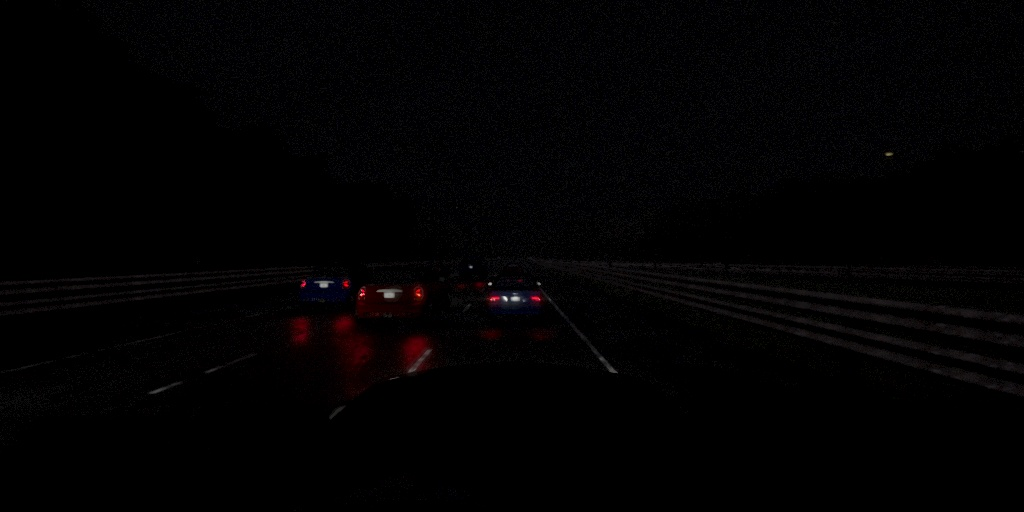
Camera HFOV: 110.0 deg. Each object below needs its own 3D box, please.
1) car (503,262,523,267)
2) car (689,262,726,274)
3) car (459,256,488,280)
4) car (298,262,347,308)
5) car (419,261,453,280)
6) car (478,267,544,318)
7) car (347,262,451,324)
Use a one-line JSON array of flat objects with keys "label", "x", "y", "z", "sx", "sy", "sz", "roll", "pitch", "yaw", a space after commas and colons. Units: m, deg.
[{"label": "car", "x": 0.100, "y": 1.330, "z": 34.177, "sx": 1.812, "sy": 1.442, "sz": 4.674, "roll": 0, "pitch": 0, "yaw": 0}, {"label": "car", "x": 25.164, "y": 1.513, "z": 46.089, "sx": 2.163, "sy": 1.488, "sz": 4.792, "roll": 0, "pitch": 0, "yaw": -22}, {"label": "car", "x": -3.398, "y": 1.019, "z": 32.393, "sx": 2.150, "sy": 2.045, "sz": 5.566, "roll": 0, "pitch": 0, "yaw": 0}, {"label": "car", "x": -6.895, "y": 1.111, "z": 15.258, "sx": 2.097, "sy": 1.767, "sz": 4.553, "roll": 0, "pitch": 0, "yaw": 0}, {"label": "car", "x": -6.896, "y": 1.287, "z": 33.147, "sx": 2.128, "sy": 1.511, "sz": 4.902, "roll": 0, "pitch": 0, "yaw": 0}, {"label": "car", "x": 0.101, "y": 1.309, "z": 13.004, "sx": 2.033, "sy": 1.411, "sz": 5.357, "roll": 0, "pitch": 0, "yaw": 0}, {"label": "car", "x": -3.400, "y": 1.113, "z": 12.083, "sx": 2.097, "sy": 1.767, "sz": 4.553, "roll": 0, "pitch": 0, "yaw": 0}]
